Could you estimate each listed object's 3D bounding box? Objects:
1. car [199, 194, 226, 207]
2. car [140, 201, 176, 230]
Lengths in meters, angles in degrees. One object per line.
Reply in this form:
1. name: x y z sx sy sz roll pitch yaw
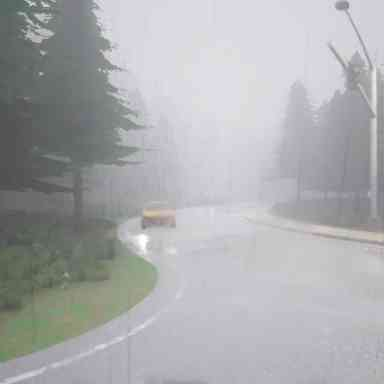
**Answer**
1. car: 2.532 1.005 40.425 1.882 1.535 5.008 -1 1 27
2. car: -2.042 1.301 20.138 1.882 1.535 5.008 -1 1 -6
